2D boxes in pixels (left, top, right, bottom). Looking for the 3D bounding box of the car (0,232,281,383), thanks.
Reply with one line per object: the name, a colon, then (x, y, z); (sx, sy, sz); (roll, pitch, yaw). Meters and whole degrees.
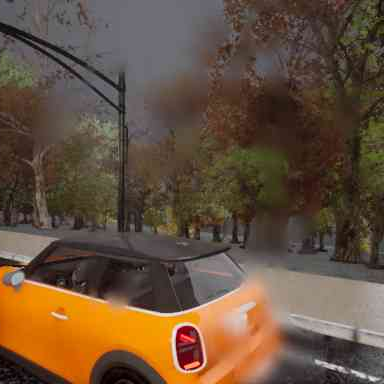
car: (-1.239, 1.351, 4.581); (4.553, 1.767, 2.097); (0, 0, 36)
